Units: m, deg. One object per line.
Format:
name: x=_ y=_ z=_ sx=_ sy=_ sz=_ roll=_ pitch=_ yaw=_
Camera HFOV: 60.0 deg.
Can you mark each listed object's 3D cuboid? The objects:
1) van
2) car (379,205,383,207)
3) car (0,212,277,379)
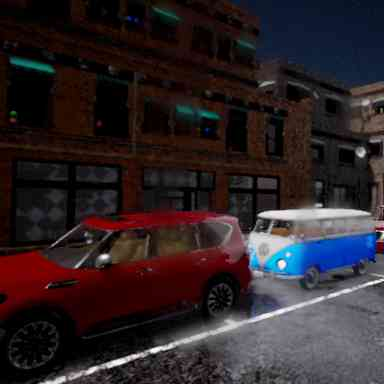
van: x=3.260 y=1.366 z=8.866 sx=3.998 sy=1.788 sz=1.690 roll=0 pitch=1 yaw=-35
car: x=7.662 y=1.357 z=12.006 sx=5.009 sy=1.841 sz=2.192 roll=0 pitch=1 yaw=-35
car: x=-1.141 y=1.323 z=5.724 sx=5.009 sy=1.841 sz=2.192 roll=0 pitch=1 yaw=-35
